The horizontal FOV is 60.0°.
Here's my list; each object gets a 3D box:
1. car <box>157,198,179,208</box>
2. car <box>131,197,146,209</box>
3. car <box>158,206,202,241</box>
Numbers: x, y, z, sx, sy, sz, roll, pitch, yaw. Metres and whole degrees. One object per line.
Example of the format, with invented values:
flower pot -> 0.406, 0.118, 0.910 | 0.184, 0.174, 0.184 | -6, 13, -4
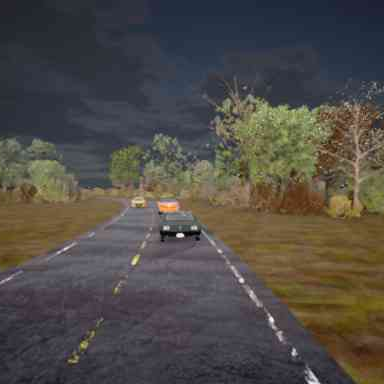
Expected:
car -> -2.479, 1.352, 34.421 | 2.097, 1.767, 4.553 | 0, 0, -7
car -> -7.375, 1.476, 46.088 | 1.882, 1.535, 5.008 | 0, 0, -9
car -> -0.666, 1.601, 16.742 | 1.895, 1.301, 4.718 | 0, 0, -4
